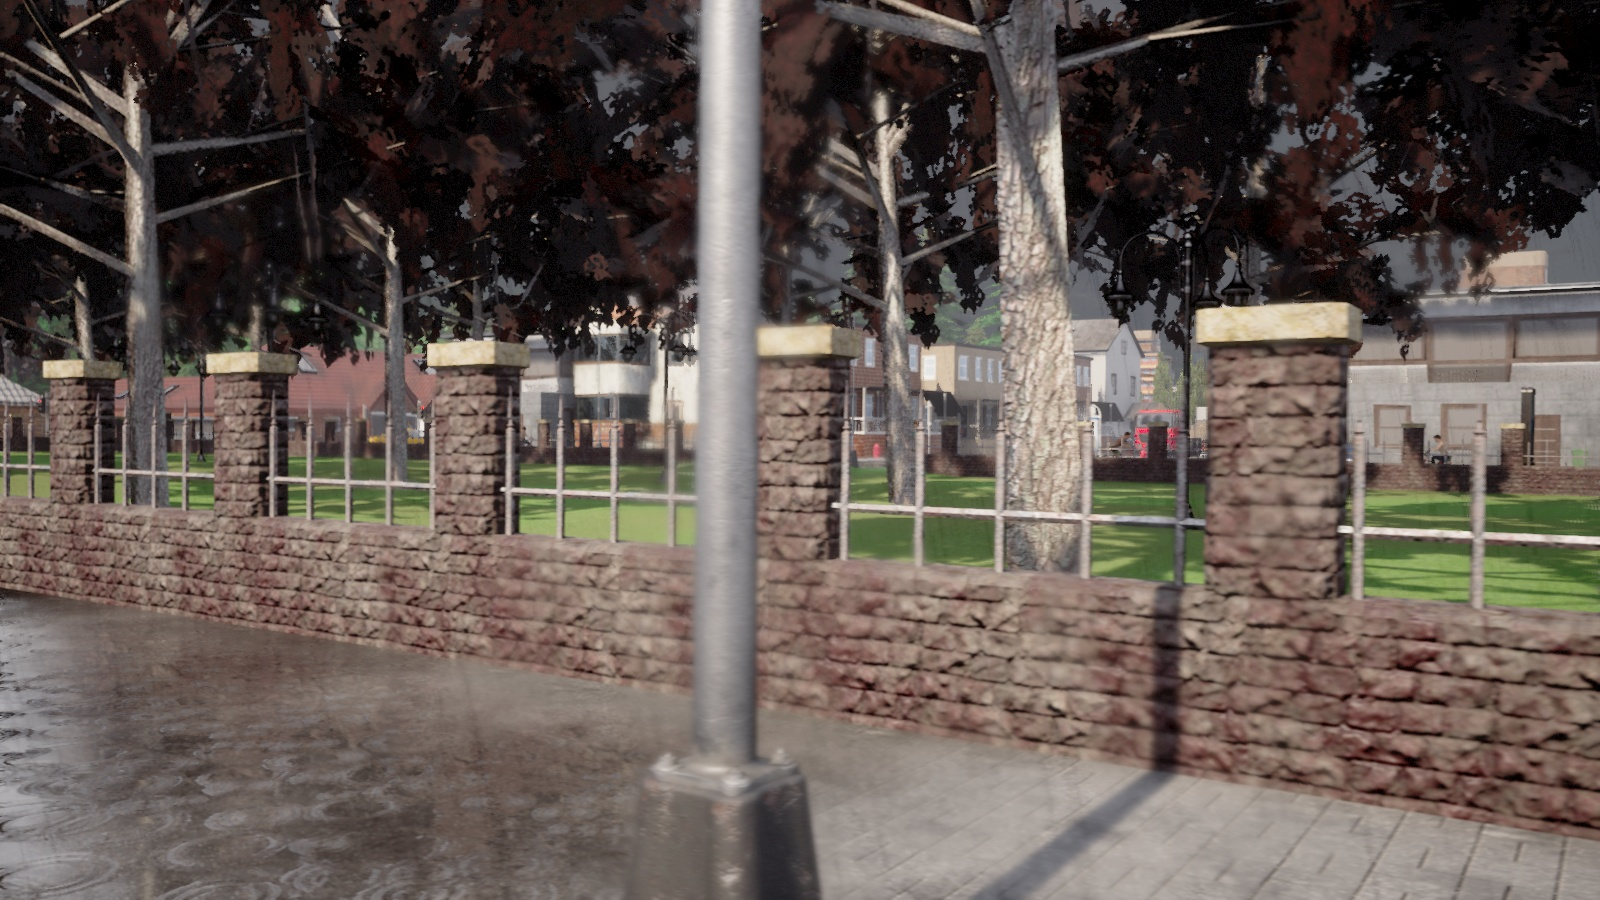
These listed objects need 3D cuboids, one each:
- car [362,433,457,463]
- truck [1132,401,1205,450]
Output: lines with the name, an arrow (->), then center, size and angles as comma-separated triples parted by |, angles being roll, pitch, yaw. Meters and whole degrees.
car -> -21.131, -0.136, 67.857 | 5.366, 1.575, 1.801 | 0, 1, 32
truck -> 27.332, -1.802, 92.839 | 2.891, 3.462, 7.936 | 0, 1, 34
